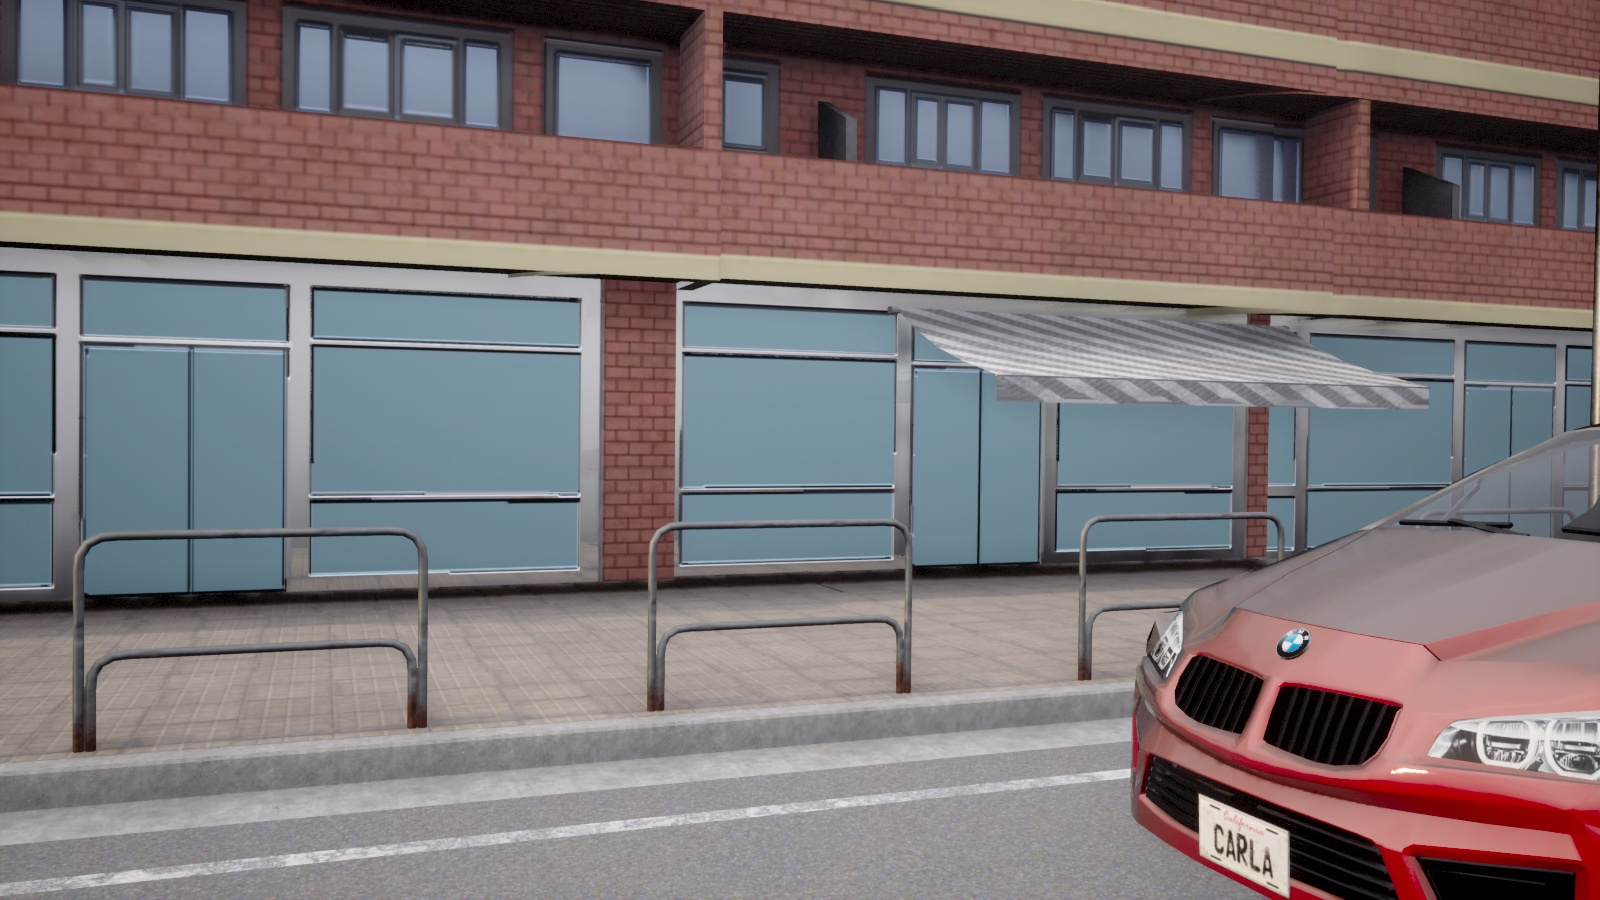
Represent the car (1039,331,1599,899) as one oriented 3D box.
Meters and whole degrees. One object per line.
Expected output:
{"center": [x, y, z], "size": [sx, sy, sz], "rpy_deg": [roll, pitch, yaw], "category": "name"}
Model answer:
{"center": [3.469, 0.531, 4.556], "size": [4.611, 1.667, 2.242], "rpy_deg": [-1, 1, -21], "category": "car"}
